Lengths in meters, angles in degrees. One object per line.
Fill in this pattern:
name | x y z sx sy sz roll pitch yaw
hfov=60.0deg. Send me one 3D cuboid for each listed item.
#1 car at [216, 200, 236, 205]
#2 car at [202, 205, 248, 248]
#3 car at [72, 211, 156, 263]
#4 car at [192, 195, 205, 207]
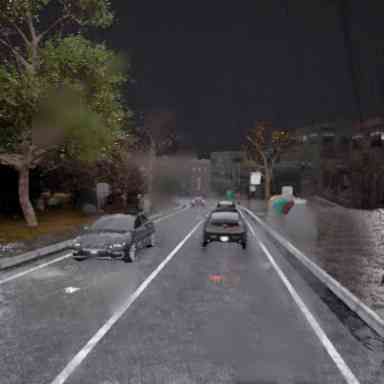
car | 3.358 1.570 33.030 1.882 1.535 5.008 1 0 6
car | 1.494 1.555 15.179 1.837 1.490 4.892 1 0 6
car | -2.584 1.492 12.038 1.837 1.490 4.892 1 0 6
car | 1.025 1.445 52.751 2.097 1.767 4.553 0 0 1
